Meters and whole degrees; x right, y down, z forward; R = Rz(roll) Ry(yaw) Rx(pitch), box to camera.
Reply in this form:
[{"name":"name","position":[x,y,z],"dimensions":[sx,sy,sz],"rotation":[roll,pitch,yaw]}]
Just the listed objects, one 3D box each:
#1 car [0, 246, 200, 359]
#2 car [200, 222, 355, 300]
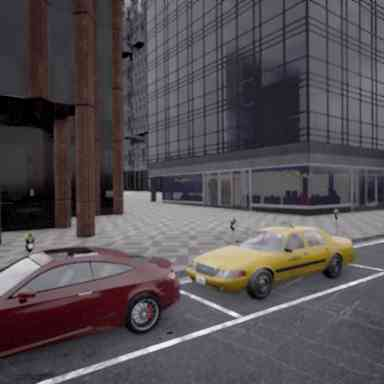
[{"name":"car","position":[-2.141,1.568,5.126],"dimensions":[4.206,1.307,1.802],"rotation":[-1,0,-36]},{"name":"car","position":[2.132,1.446,8.205],"dimensions":[4.829,1.417,1.752],"rotation":[-1,0,-36]}]
